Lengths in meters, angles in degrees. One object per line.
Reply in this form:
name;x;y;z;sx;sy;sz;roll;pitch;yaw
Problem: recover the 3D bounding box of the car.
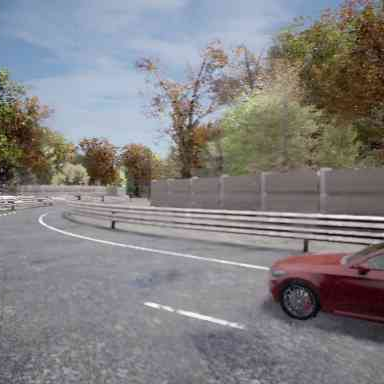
car;3.589;1.477;5.498;4.674;1.442;1.812;0;0;35
